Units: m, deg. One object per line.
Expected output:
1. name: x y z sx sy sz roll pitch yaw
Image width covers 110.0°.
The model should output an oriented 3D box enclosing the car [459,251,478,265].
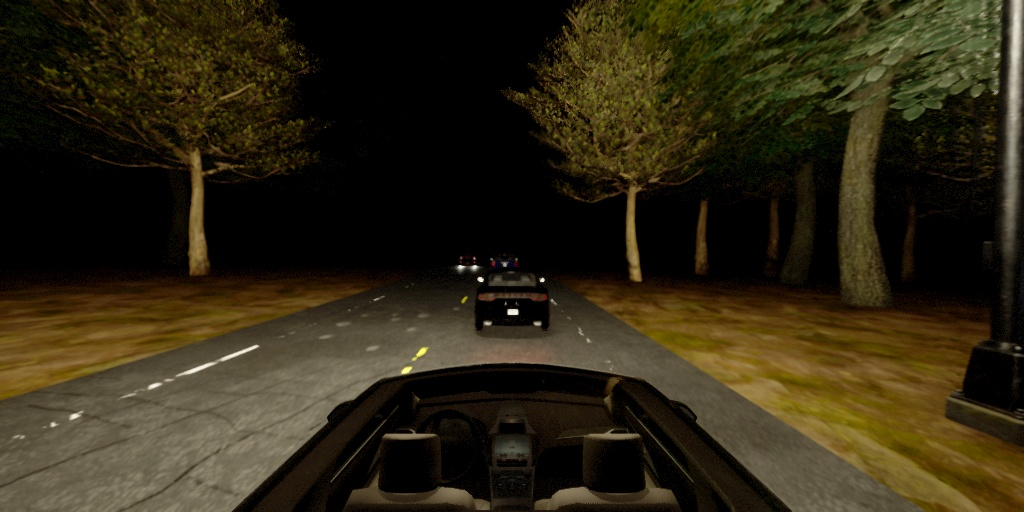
1. car: -5.193 0.183 42.995 2.097 1.767 4.553 0 2 -3

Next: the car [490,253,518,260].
1. car: -0.603 0.564 27.528 2.097 1.767 4.553 0 1 -3

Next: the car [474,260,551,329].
1. car: -0.023 1.071 10.616 1.882 1.535 5.008 0 1 -1
